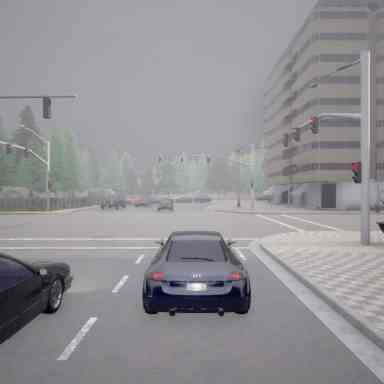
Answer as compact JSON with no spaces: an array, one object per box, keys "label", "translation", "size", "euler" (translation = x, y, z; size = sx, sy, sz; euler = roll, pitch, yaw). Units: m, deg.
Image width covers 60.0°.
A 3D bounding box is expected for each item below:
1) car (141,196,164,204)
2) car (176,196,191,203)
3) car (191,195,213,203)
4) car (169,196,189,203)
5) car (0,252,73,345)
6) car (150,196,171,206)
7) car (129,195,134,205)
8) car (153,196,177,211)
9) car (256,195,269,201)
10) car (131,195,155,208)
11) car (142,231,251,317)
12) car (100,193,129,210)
[{"label":"car","translation":[-7.384,1.547,63.245],"size":[2.033,1.411,5.357],"euler":[0,0,21]},{"label":"car","translation":[-1.718,1.564,67.205],"size":[1.994,1.385,4.181],"euler":[0,0,28]},{"label":"car","translation":[2.405,1.352,66.852],"size":[2.097,1.767,4.553],"euler":[0,0,30]},{"label":"car","translation":[-2.769,1.524,72.384],"size":[1.812,1.442,4.674],"euler":[0,0,34]},{"label":"car","translation":[-3.429,1.547,4.554],"size":[2.033,1.411,5.357],"euler":[0,0,0]},{"label":"car","translation":[-5.398,1.477,57.911],"size":[1.882,1.535,5.008],"euler":[0,0,15]},{"label":"car","translation":[-9.617,1.352,53.814],"size":[2.097,1.767,4.553],"euler":[0,0,8]},{"label":"car","translation":[-3.165,1.546,39.998],"size":[2.033,1.411,5.357],"euler":[0,0,-1]},{"label":"car","translation":[17.905,1.524,81.056],"size":[4.674,1.442,1.812],"euler":[0,0,-22]},{"label":"car","translation":[-6.859,1.547,48.040],"size":[2.033,1.411,5.357],"euler":[0,0,2]},{"label":"car","translation":[0.088,1.564,7.589],"size":[1.994,1.385,4.181],"euler":[0,0,0]},{"label":"car","translation":[-10.433,1.221,44.380],"size":[2.150,2.045,5.566],"euler":[0,0,2]}]
